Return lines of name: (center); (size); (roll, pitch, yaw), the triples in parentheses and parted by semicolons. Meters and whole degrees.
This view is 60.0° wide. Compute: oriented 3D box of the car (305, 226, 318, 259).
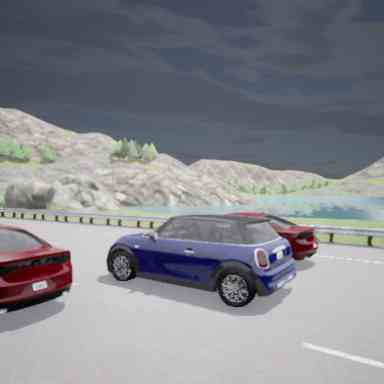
car: (1.582, 1.410, 11.228); (5.008, 1.535, 1.882); (1, 0, 34)

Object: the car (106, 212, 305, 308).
car: (0.047, 1.297, 8.040); (4.553, 1.767, 2.097); (1, 1, 34)

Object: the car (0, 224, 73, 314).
car: (-4.628, 1.399, 6.942); (5.008, 1.535, 1.882); (1, 0, 33)
